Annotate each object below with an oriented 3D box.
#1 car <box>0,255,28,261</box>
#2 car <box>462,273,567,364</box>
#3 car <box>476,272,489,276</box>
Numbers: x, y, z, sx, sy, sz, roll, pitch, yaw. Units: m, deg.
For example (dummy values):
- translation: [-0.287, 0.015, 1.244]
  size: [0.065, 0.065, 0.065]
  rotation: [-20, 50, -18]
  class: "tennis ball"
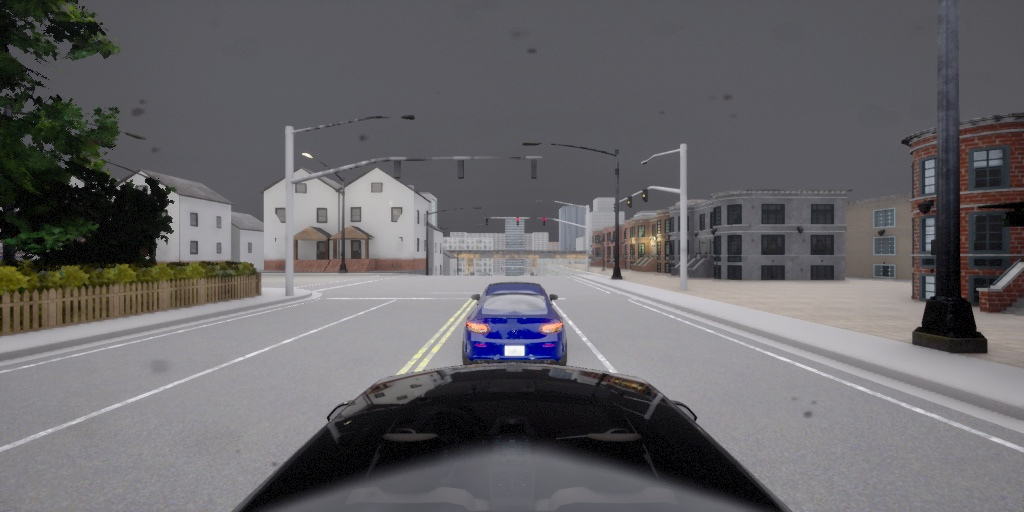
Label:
- translation: [-44.713, 0.971, 30.667]
  size: [5.566, 2.045, 2.150]
  rotation: [0, 0, 0]
  class: "car"
- translation: [0.059, 1.276, 7.753]
  size: [1.812, 1.442, 4.674]
  rotation: [0, 0, 0]
  class: "car"
- translation: [-3.604, 2.929, 47.213]
  size: [2.097, 1.767, 4.553]
  rotation: [-1, -13, 0]
  class: "car"
